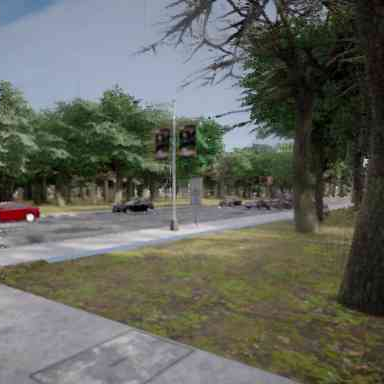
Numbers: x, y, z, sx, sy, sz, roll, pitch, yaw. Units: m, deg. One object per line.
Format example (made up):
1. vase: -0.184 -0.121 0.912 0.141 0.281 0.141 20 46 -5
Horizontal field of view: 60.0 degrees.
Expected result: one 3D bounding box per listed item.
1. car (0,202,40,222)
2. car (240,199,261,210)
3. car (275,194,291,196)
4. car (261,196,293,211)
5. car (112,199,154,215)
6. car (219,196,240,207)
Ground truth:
1. car: -13.868 1.519 24.617 1.882 1.535 5.008 0 0 36
2. car: 9.028 1.641 45.291 2.033 1.411 5.357 0 0 36
3. car: 15.013 1.335 53.784 2.150 2.045 5.566 0 0 35
4. car: 11.107 1.597 42.622 1.837 1.490 4.892 0 0 37
5. car: -6.206 1.539 35.370 1.882 1.535 5.008 0 0 36
6. car: 6.093 1.456 52.465 2.097 1.767 4.553 0 0 35
